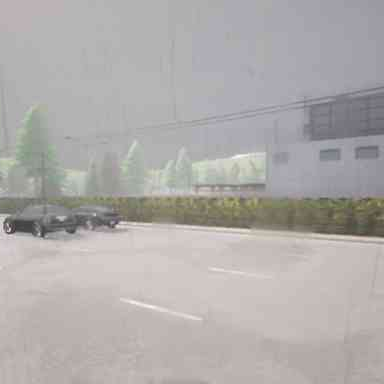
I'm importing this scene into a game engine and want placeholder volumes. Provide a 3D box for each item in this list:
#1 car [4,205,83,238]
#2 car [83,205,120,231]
[{"bbox_3d":[-8.574,1.488,18.699,4.553,1.767,2.097,-1,0,35],"label":"car"},{"bbox_3d":[-6.848,1.644,21.769,4.892,1.490,1.837,-1,0,35],"label":"car"}]
